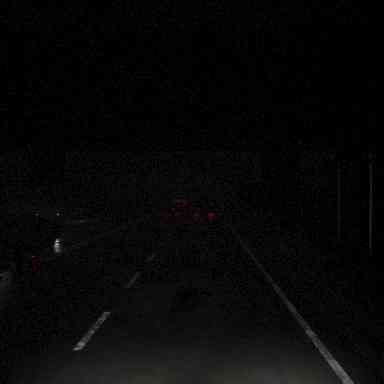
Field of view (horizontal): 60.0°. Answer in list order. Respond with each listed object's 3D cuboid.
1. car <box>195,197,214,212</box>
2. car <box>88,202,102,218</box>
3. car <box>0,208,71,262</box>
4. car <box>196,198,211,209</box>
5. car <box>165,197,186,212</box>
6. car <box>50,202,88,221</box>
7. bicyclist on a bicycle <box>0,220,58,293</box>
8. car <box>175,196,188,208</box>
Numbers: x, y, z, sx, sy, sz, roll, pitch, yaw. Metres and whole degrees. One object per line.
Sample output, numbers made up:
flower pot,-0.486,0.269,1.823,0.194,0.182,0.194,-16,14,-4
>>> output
car,1.397,1.352,38.321,2.097,1.767,4.553,0,0,2
car,-9.568,1.601,29.454,1.895,1.301,4.718,0,0,2
car,-6.704,1.547,12.364,2.033,1.411,5.357,0,0,2
car,1.710,1.547,47.722,2.033,1.411,5.357,0,0,3
car,-2.044,1.601,39.433,1.895,1.301,4.718,0,0,2
car,-9.681,1.601,24.577,1.895,1.301,4.718,0,0,2
bicyclist on a bicycle,-3.810,1.455,7.387,1.656,1.620,0.582,-2,0,2
car,-1.728,1.352,48.412,2.097,1.767,4.553,0,0,2
